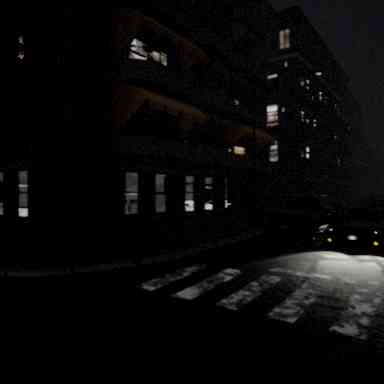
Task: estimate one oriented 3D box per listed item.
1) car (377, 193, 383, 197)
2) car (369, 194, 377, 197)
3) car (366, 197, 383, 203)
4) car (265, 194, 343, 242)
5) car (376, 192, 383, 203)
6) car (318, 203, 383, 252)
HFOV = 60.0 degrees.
[{"bbox_3d":[17.495,0.984,28.441,2.128,1.511,4.902,0,1,35],"label":"car"},{"bbox_3d":[21.106,0.908,38.087,1.947,1.339,4.313,1,2,35],"label":"car"},{"bbox_3d":[11.576,1.203,20.034,1.994,1.385,4.181,0,1,35],"label":"car"},{"bbox_3d":[5.101,1.058,15.288,2.192,1.841,5.009,1,2,35],"label":"car"},{"bbox_3d":[27.508,0.749,47.205,1.947,1.339,4.313,1,2,35],"label":"car"},{"bbox_3d":[6.524,1.330,12.837,1.994,1.385,4.181,0,1,35],"label":"car"}]
